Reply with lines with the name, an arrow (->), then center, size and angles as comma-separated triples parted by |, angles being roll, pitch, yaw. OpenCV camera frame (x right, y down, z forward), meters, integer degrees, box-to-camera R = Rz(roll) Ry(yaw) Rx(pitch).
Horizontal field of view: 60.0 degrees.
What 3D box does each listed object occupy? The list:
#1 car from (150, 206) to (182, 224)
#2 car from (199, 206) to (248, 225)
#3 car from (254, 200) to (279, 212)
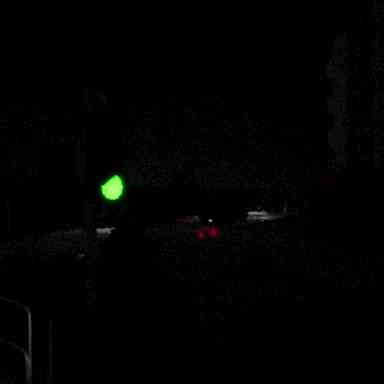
car -> -2.957, 1.782, 25.318 | 2.033, 1.411, 5.357 | -1, 0, 35
car -> 2.618, 1.779, 26.075 | 1.895, 1.301, 4.718 | -1, -1, 35
car -> 9.609, 1.727, 42.907 | 2.128, 1.511, 4.902 | -1, -1, 36
